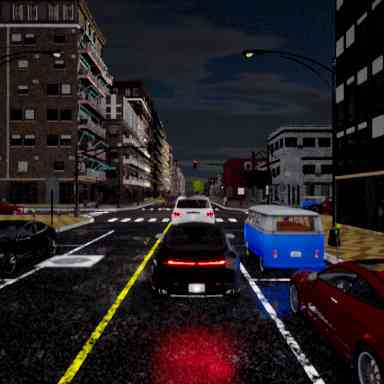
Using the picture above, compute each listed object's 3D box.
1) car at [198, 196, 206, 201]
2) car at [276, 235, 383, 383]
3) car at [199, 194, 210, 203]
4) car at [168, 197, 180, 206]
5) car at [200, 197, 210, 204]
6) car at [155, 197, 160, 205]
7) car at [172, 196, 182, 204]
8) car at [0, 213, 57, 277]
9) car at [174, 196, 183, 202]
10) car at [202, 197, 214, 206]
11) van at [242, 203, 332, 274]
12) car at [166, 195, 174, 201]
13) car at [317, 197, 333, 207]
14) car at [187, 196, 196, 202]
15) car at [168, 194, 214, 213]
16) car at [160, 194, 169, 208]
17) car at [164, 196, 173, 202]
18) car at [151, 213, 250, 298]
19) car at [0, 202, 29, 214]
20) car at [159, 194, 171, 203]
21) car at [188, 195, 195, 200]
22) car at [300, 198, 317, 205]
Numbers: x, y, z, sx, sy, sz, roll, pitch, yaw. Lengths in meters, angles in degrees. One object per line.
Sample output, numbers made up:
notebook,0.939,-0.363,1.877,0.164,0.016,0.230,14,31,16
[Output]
car,2.538,1.671,88.330,2.008,1.369,4.403,0,0,0
car,2.652,1.584,4.619,1.802,1.307,4.206,0,0,0
car,2.568,1.398,71.713,2.192,1.841,5.009,0,0,0
car,-3.179,1.662,59.108,1.895,1.301,4.718,0,0,0
car,2.577,1.655,66.173,1.802,1.307,4.206,0,0,0
car,-5.794,1.588,60.448,1.752,1.417,4.829,0,0,0
car,-3.134,1.602,68.164,1.812,1.442,4.674,0,0,0
car,-5.705,1.571,10.319,1.947,1.339,4.313,0,0,0
car,-3.138,1.649,78.180,1.994,1.385,4.181,0,0,0
car,2.596,1.580,55.265,1.752,1.417,4.829,0,0,0
van,2.643,1.346,10.308,1.690,1.788,3.998,0,0,0
car,-5.842,1.645,88.144,1.752,1.417,4.829,0,0,0
car,14.868,1.369,31.221,5.009,1.841,2.192,0,0,0
car,-0.143,1.644,81.479,2.033,1.411,5.357,0,0,0
car,0.057,1.231,18.492,2.150,2.045,5.566,0,0,0
car,-3.187,1.398,50.165,2.097,1.767,4.553,0,0,0
car,-5.833,1.658,82.775,2.008,1.369,4.403,0,0,0
car,0.083,1.508,8.491,1.837,1.490,4.892,0,0,0
car,-17.520,1.545,31.084,4.206,1.307,1.802,0,0,0
car,-5.813,1.398,71.697,2.192,1.841,5.009,0,0,0
car,-0.160,1.613,91.929,1.895,1.301,4.718,0,0,0
car,15.082,1.632,36.974,5.357,1.411,2.033,0,0,2
